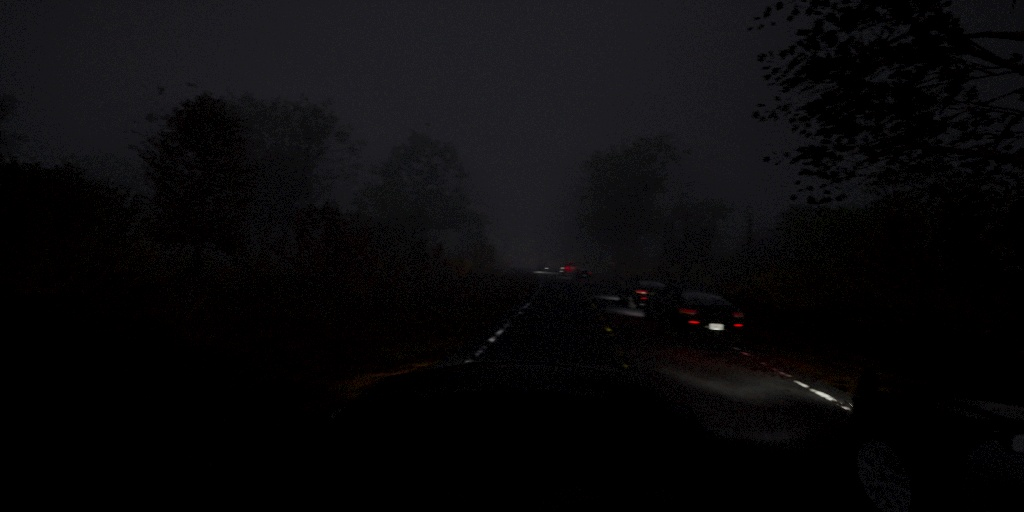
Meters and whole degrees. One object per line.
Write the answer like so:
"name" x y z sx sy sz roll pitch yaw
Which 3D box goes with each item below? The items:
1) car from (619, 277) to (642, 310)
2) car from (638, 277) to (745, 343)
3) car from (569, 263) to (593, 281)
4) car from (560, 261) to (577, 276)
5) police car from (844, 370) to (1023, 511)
"car" 6.321 1.711 17.067 1.812 1.442 4.674 3 -1 8
"car" 5.406 1.613 11.090 1.812 1.442 4.674 3 -1 9
"car" 7.896 1.955 40.511 1.882 1.535 5.008 3 0 4
"car" 8.481 1.841 52.819 2.150 2.045 5.566 3 -1 1
"police car" 3.646 1.338 1.281 1.930 1.638 5.238 3 -1 11
